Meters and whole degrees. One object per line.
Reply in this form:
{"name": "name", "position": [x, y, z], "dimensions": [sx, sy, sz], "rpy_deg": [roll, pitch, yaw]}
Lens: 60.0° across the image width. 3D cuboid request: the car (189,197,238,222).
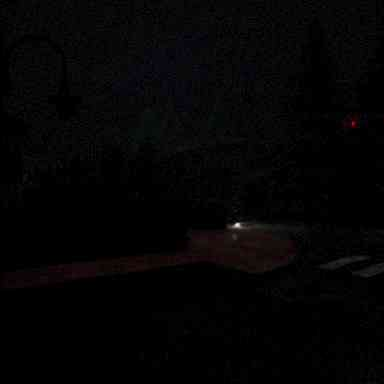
{"name": "car", "position": [1.236, 1.215, 24.132], "dimensions": [2.097, 1.767, 4.553], "rpy_deg": [0, 0, -35]}
